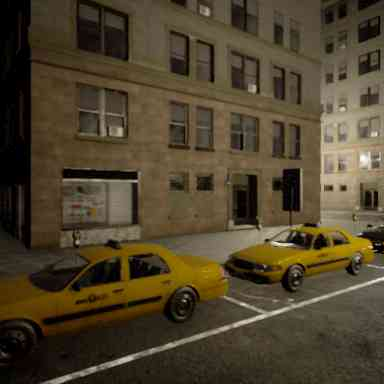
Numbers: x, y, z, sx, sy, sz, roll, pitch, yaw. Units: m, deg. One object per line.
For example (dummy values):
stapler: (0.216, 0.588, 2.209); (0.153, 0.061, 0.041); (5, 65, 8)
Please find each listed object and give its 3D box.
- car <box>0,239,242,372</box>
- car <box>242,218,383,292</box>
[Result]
car: (-1.575, 1.529, 5.640); (4.829, 1.417, 1.752); (0, 0, -36)
car: (3.040, 1.530, 8.934); (4.829, 1.417, 1.752); (0, 0, -36)
